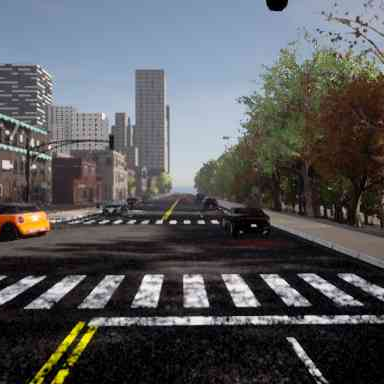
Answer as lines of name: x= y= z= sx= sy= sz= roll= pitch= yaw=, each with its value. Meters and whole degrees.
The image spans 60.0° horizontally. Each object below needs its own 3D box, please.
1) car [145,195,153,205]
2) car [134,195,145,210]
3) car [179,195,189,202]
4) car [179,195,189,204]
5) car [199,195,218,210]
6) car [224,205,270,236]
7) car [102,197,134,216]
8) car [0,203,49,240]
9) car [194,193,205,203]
car: x=-7.973 y=1.308 z=58.276 sx=2.097 sy=1.767 sz=4.553 roll=0 pitch=0 yaw=-1
car: x=-7.619 y=1.474 z=42.521 sx=1.837 sy=1.490 sz=4.892 roll=0 pitch=0 yaw=-1
car: x=-1.771 y=1.317 z=72.759 sx=2.033 sy=1.411 sz=5.357 roll=0 pitch=0 yaw=-1
car: x=-1.527 y=1.518 z=62.760 sx=1.994 sy=1.385 sz=4.181 roll=0 pitch=0 yaw=-1
car: x=2.303 y=1.474 z=43.191 sx=1.837 sy=1.490 sz=4.892 roll=0 pitch=0 yaw=-1
car: x=2.909 y=1.466 z=18.405 sx=1.882 sy=1.535 sz=5.008 roll=0 pitch=0 yaw=-1
car: x=-7.380 y=1.469 z=32.474 sx=2.128 sy=1.511 sz=4.902 roll=0 pitch=0 yaw=-1
car: x=-9.601 y=1.362 z=16.776 sx=4.553 sy=1.767 sz=2.097 roll=-1 pitch=1 yaw=19
car: x=1.679 y=1.174 z=65.888 sx=2.150 sy=2.045 sz=5.566 roll=0 pitch=0 yaw=-1
